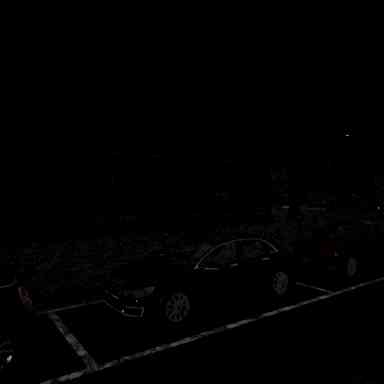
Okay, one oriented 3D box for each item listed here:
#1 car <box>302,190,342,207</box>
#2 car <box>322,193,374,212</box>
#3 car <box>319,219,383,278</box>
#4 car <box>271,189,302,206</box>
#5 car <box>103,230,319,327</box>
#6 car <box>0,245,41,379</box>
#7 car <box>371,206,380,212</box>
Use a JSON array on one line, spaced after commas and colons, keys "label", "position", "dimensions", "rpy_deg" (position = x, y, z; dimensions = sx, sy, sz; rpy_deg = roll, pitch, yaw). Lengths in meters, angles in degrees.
[{"label": "car", "position": [15.211, 0.790, 39.527], "dimensions": [2.150, 2.045, 5.566], "rpy_deg": [0, 1, -36]}, {"label": "car", "position": [15.961, 1.172, 32.991], "dimensions": [2.128, 1.511, 4.902], "rpy_deg": [0, 1, -36]}, {"label": "car", "position": [4.820, 1.545, 10.096], "dimensions": [4.507, 1.381, 1.887], "rpy_deg": [0, 0, -36]}, {"label": "car", "position": [10.182, 0.709, 41.052], "dimensions": [2.150, 2.045, 5.566], "rpy_deg": [0, 1, -35]}, {"label": "car", "position": [0.379, 1.551, 6.924], "dimensions": [4.403, 1.369, 2.008], "rpy_deg": [0, 0, -36]}, {"label": "car", "position": [-4.061, 1.440, 3.752], "dimensions": [4.097, 1.590, 1.967], "rpy_deg": [0, 0, -36]}, {"label": "car", "position": [9.260, 1.441, 13.268], "dimensions": [4.097, 1.590, 1.967], "rpy_deg": [0, 0, -36]}]
